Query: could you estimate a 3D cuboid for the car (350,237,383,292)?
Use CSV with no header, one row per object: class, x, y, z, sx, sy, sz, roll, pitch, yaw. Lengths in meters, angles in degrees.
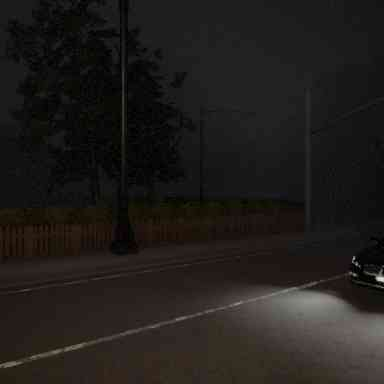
car,5.765,1.506,8.042,4.892,1.490,1.837,0,0,-35
